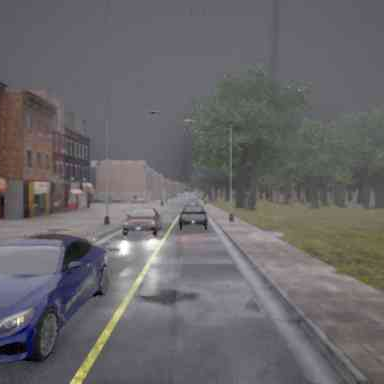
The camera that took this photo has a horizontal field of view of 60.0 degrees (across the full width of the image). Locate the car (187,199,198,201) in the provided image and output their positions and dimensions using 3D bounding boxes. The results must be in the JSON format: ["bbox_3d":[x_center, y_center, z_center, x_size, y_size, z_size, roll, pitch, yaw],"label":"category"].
[{"bbox_3d":[0.079,1.658,42.117,2.097,1.767,4.553,0,-1,0],"label":"car"}]

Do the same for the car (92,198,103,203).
[{"bbox_3d":[-24.201,2.101,83.577,4.206,1.307,1.802,0,0,0],"label":"car"}]

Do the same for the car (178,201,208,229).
[{"bbox_3d":[0.081,1.620,22.581,2.128,1.511,4.902,0,0,0],"label":"car"}]

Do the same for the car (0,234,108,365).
[{"bbox_3d":[-2.838,1.558,6.068,1.812,1.442,4.674,0,0,0],"label":"car"}]

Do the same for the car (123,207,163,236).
[{"bbox_3d":[-2.757,1.631,19.425,1.812,1.442,4.674,0,0,0],"label":"car"}]

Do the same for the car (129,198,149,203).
[{"bbox_3d":[-13.290,2.111,83.644,4.829,1.417,1.752,0,0,0],"label":"car"}]

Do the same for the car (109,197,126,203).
[{"bbox_3d":[-18.660,1.993,83.610,4.097,1.590,1.967,0,0,0],"label":"car"}]
